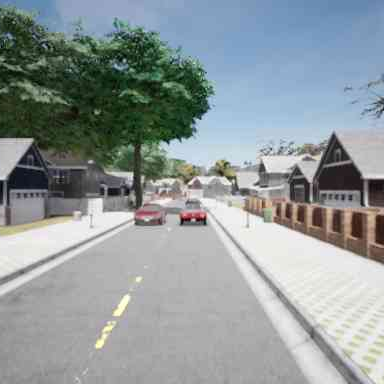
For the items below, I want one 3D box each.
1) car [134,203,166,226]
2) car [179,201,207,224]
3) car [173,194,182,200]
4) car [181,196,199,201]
[{"bbox_3d":[-2.854,1.513,23.375,1.812,1.442,4.674,0,0,0],"label":"car"},{"bbox_3d":[0.090,1.588,24.220,1.895,1.301,4.718,0,0,0],"label":"car"},{"bbox_3d":[-2.770,1.077,64.245,1.882,1.535,5.008,0,0,0],"label":"car"},{"bbox_3d":[0.086,1.468,39.318,2.128,1.511,4.902,0,0,0],"label":"car"}]
